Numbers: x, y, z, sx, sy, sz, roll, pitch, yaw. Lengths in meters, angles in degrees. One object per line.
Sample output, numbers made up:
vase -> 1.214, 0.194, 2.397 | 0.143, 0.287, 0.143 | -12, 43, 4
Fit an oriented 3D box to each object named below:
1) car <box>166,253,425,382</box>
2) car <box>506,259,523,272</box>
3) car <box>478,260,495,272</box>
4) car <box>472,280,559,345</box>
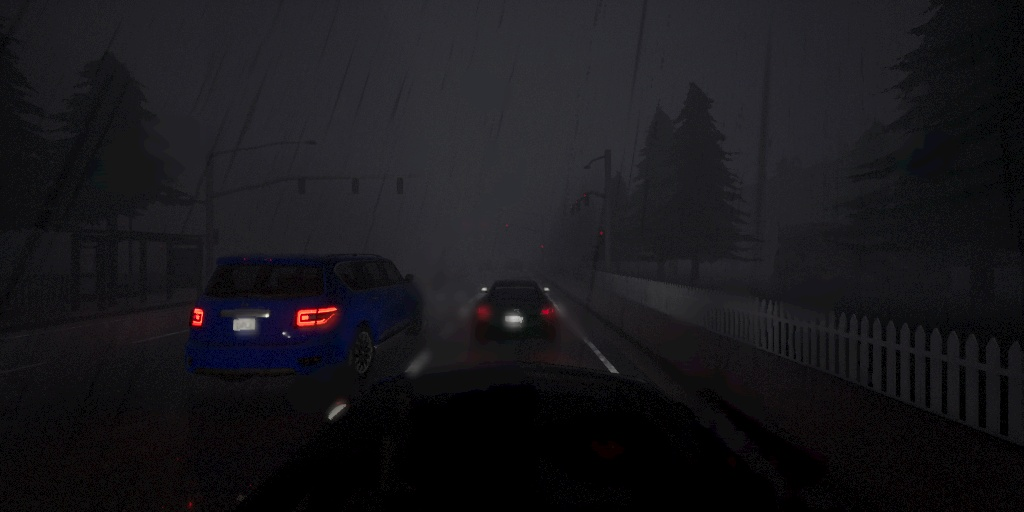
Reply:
car -> -3.404, 0.972, 7.276 | 2.150, 2.045, 5.566 | 0, 0, 0
car -> 0.281, 1.102, 45.664 | 2.097, 1.767, 4.553 | 0, 0, 0
car -> -3.222, 1.242, 45.571 | 2.128, 1.511, 4.902 | 0, 0, 1
car -> 0.089, 1.314, 9.556 | 1.994, 1.385, 4.181 | 0, 0, 1
